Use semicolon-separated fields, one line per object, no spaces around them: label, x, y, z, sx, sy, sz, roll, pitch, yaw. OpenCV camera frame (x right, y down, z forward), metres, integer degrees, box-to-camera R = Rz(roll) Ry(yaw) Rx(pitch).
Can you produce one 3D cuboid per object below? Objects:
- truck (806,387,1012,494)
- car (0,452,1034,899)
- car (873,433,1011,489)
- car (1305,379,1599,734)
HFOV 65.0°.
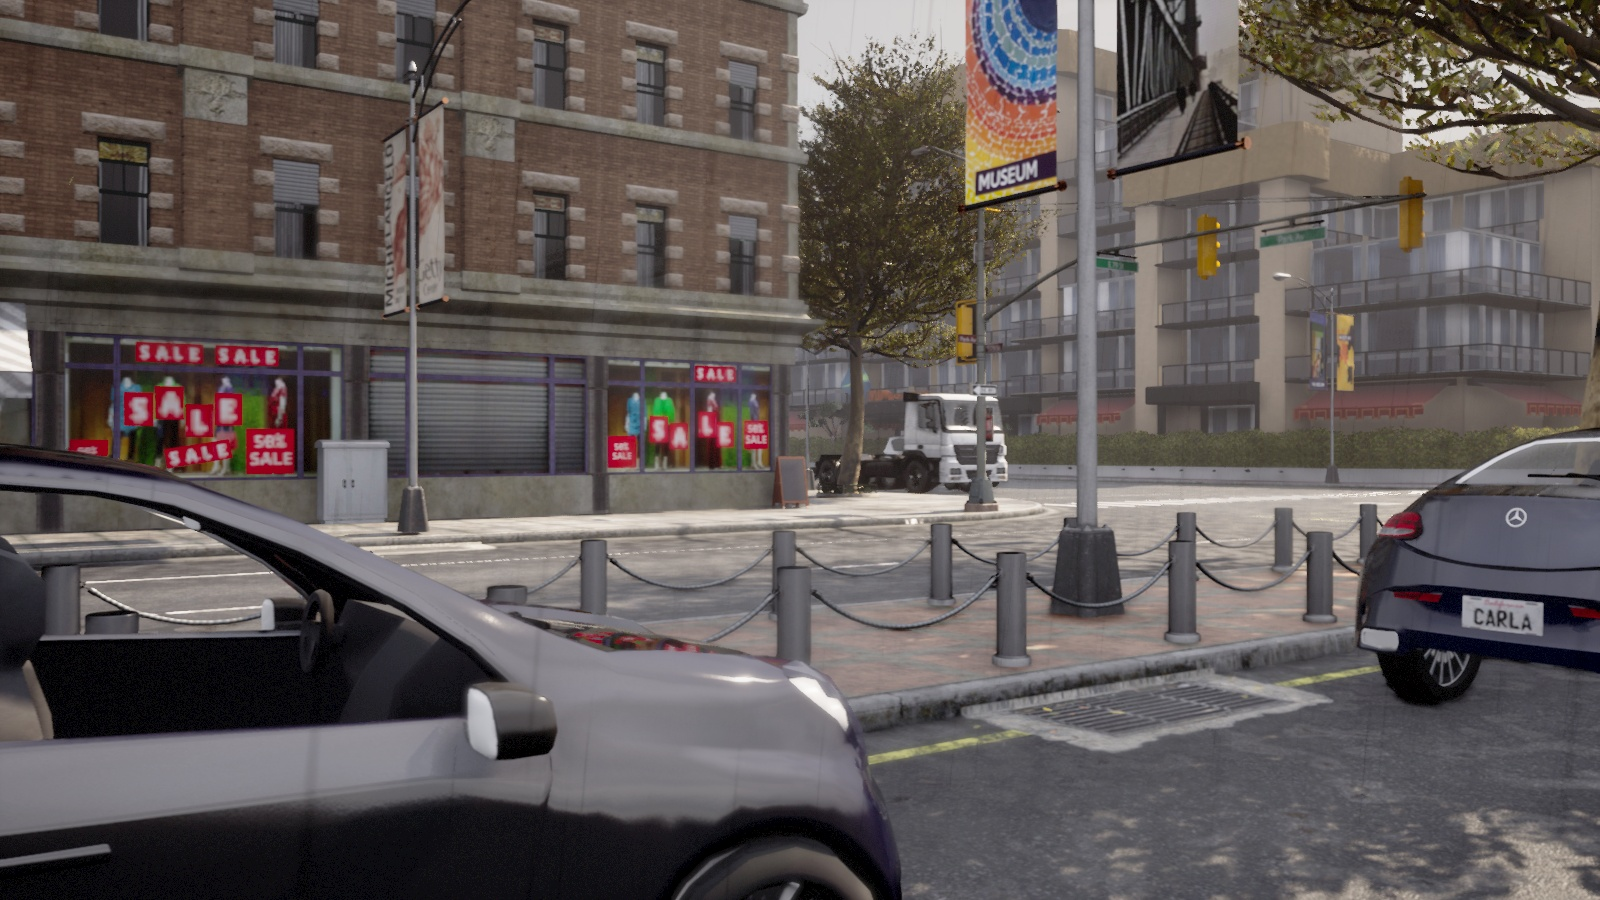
truck;3.695;-0.283;44.889;2.891;3.462;7.936;0;0;-35
car;-1.477;0.768;2.630;3.633;1.501;1.845;0;0;-35
car;5.400;0.403;48.554;2.150;2.045;5.566;0;0;-35
car;5.550;0.485;7.618;5.027;1.651;2.152;0;0;-34
